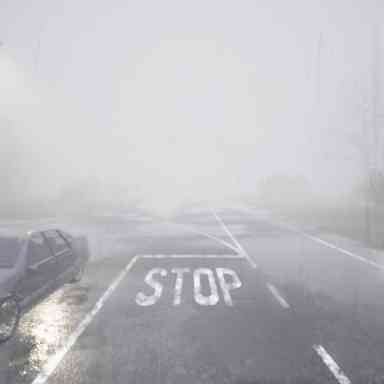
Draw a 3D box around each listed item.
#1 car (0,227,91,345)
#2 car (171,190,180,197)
[{"bbox_3d":[-3.522,1.436,6.403,2.033,1.411,5.357,0,1,0],"label":"car"},{"bbox_3d":[-3.431,0.228,70.260,2.128,1.511,4.902,0,1,0],"label":"car"}]
